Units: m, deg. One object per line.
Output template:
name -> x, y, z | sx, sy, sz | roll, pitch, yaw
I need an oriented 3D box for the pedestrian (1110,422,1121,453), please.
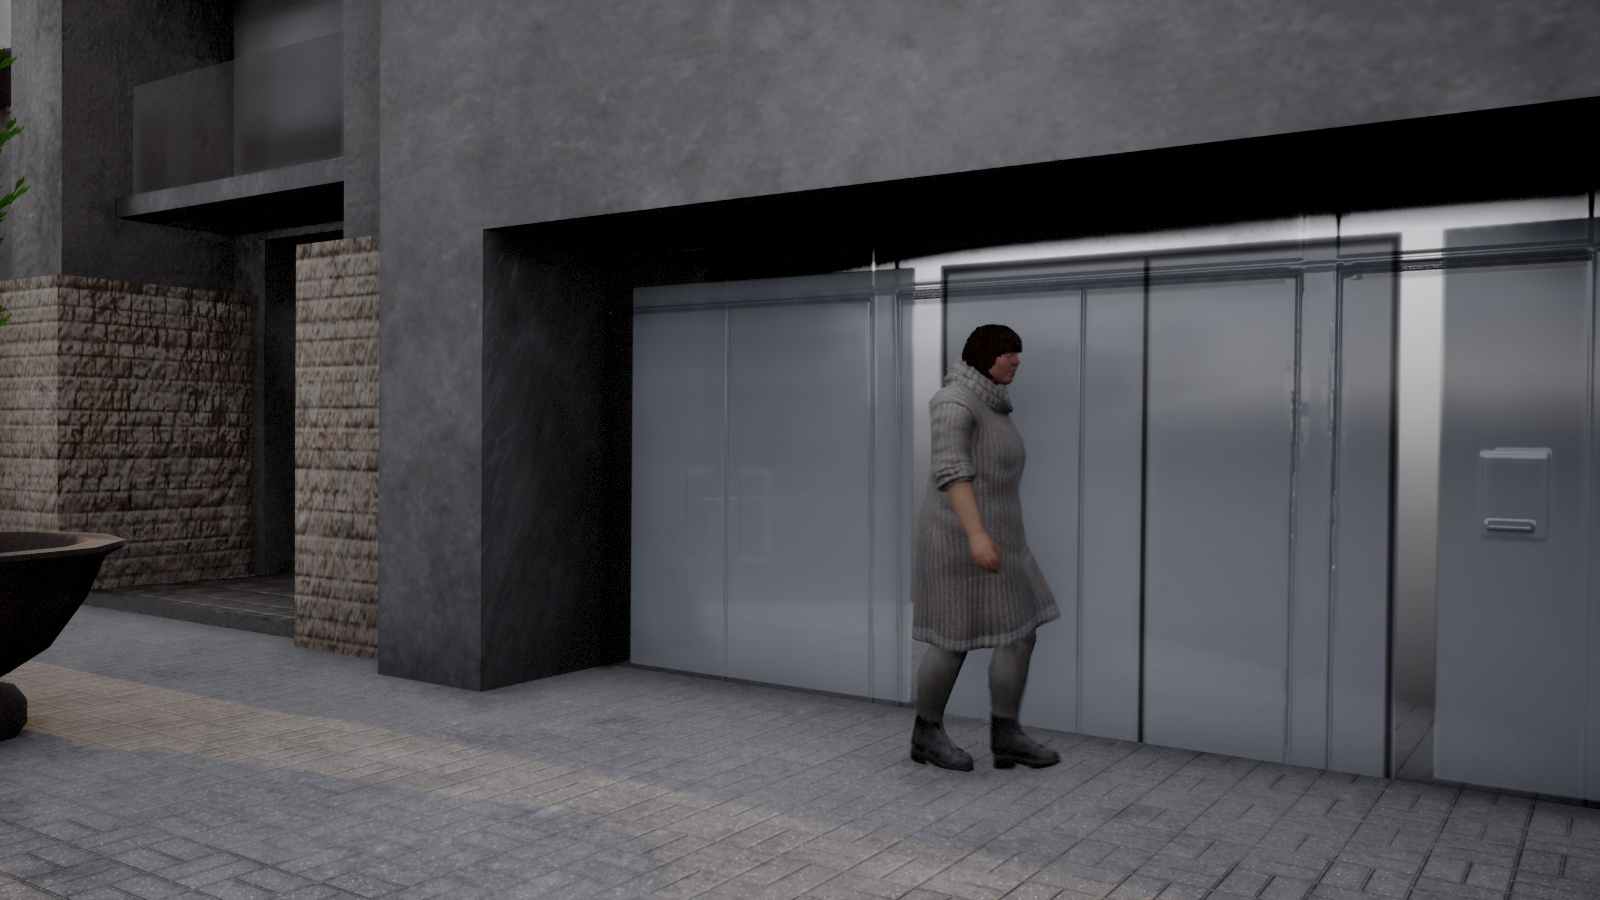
pedestrian -> 18.503, -0.740, 73.692 | 0.376, 1.854, 0.720 | 0, 1, 33

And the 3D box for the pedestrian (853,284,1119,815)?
pedestrian -> 0.765, 0.364, 5.123 | 0.873, 1.952, 0.659 | 0, 1, 31
